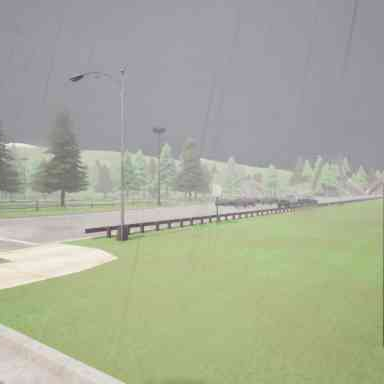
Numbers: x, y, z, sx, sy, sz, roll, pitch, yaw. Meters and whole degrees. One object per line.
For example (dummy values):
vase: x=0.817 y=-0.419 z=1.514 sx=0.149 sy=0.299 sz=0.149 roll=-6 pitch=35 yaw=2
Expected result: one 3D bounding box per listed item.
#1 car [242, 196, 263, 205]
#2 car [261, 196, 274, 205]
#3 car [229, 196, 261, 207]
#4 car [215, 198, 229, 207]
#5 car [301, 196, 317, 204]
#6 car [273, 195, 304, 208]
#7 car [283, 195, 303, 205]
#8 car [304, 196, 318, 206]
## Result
car: x=11.051 y=1.478 z=60.919 sx=1.882 sy=1.535 sz=5.008 roll=0 pitch=0 yaw=35
car: x=13.919 y=1.492 z=58.913 sx=2.128 sy=1.511 sz=4.902 roll=0 pitch=0 yaw=35
car: x=8.087 y=1.491 z=50.483 sx=2.128 sy=1.511 sz=4.902 roll=0 pitch=0 yaw=35
car: x=5.390 y=1.564 z=52.719 sx=1.994 sy=1.385 sz=4.181 roll=0 pitch=0 yaw=35
car: x=23.097 y=1.526 z=65.753 sx=1.812 sy=1.442 sz=4.674 roll=0 pitch=0 yaw=35
car: x=13.319 y=1.505 z=45.761 sx=1.837 sy=1.490 sz=4.892 roll=0 pitch=0 yaw=35
car: x=17.602 y=1.352 z=57.900 sx=2.097 sy=1.767 sz=4.553 roll=0 pitch=0 yaw=35
car: x=19.181 y=1.505 z=54.223 sx=1.837 sy=1.490 sz=4.892 roll=0 pitch=0 yaw=35
